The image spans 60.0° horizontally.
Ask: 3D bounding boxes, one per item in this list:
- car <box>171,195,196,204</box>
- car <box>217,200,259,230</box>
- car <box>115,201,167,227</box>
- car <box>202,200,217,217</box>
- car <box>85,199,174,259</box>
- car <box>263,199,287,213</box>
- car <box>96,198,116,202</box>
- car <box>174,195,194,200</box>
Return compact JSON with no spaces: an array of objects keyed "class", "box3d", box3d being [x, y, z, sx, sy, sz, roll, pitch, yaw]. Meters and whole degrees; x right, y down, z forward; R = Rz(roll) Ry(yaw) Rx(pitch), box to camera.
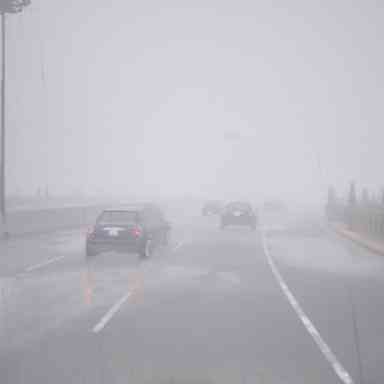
[{"class":"car","box3d":[-1.289,1.188,54.898,1.812,1.442,4.674,0,0,32]},{"class":"car","box3d":[3.210,1.349,21.521,2.097,1.767,4.553,0,0,14]},{"class":"car","box3d":[-3.463,1.468,23.698,1.837,1.490,4.892,0,0,15]},{"class":"car","box3d":[2.308,1.489,30.247,1.837,1.490,4.892,0,0,20]},{"class":"car","box3d":[-2.212,1.330,12.749,2.097,1.767,4.553,0,0,8]},{"class":"car","box3d":[9.626,1.490,38.290,1.882,1.535,5.008,0,0,26]},{"class":"car","box3d":[-11.190,1.473,43.932,1.994,1.385,4.181,0,0,25]},{"class":"car","box3d":[-1.527,1.499,47.627,2.033,1.411,5.357,0,0,29]}]
